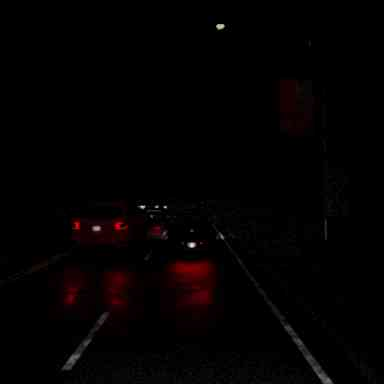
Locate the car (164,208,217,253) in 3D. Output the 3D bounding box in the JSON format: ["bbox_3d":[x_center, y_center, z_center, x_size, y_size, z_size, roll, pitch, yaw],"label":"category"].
[{"bbox_3d":[0.004,1.646,14.293,1.837,1.490,4.892,0,0,0],"label":"car"}]

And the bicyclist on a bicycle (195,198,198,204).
[{"bbox_3d":[0.903,2.125,69.606,0.582,1.620,1.656,0,-1,0],"label":"bicyclist on a bicycle"}]

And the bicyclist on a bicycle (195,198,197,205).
[{"bbox_3d":[0.905,2.209,78.607,0.582,1.620,1.656,0,-1,0],"label":"bicyclist on a bicycle"}]

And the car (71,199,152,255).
[{"bbox_3d":[-3.248,1.352,14.029,2.150,2.045,5.566,0,0,0],"label":"car"}]

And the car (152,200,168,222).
[{"bbox_3d":[-3.244,1.778,29.302,2.128,1.511,4.902,0,0,0],"label":"car"}]

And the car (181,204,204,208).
[{"bbox_3d":[0.007,1.765,29.472,1.882,1.535,5.008,0,0,0],"label":"car"}]

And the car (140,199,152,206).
[{"bbox_3d":[-9.741,2.237,70.979,1.994,1.385,4.181,0,-1,0],"label":"car"}]

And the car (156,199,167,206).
[{"bbox_3d":[-6.491,2.279,70.947,1.895,1.301,4.718,0,-1,0],"label":"car"}]
